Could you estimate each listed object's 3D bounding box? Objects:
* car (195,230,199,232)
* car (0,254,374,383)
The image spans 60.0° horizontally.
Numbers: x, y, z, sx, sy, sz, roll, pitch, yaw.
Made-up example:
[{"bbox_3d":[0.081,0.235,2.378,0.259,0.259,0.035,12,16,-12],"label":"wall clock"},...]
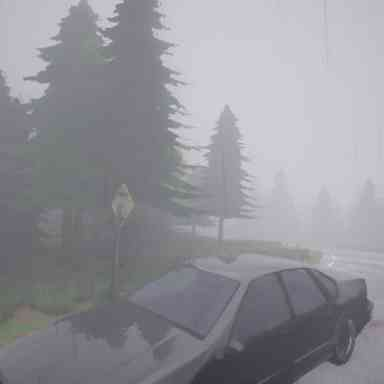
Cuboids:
[{"bbox_3d":[0.138,6.691,52.399,2.128,1.511,4.902,4,-7,-23],"label":"car"},{"bbox_3d":[0.502,1.589,4.264,5.357,1.411,2.033,2,-1,-42],"label":"car"}]
